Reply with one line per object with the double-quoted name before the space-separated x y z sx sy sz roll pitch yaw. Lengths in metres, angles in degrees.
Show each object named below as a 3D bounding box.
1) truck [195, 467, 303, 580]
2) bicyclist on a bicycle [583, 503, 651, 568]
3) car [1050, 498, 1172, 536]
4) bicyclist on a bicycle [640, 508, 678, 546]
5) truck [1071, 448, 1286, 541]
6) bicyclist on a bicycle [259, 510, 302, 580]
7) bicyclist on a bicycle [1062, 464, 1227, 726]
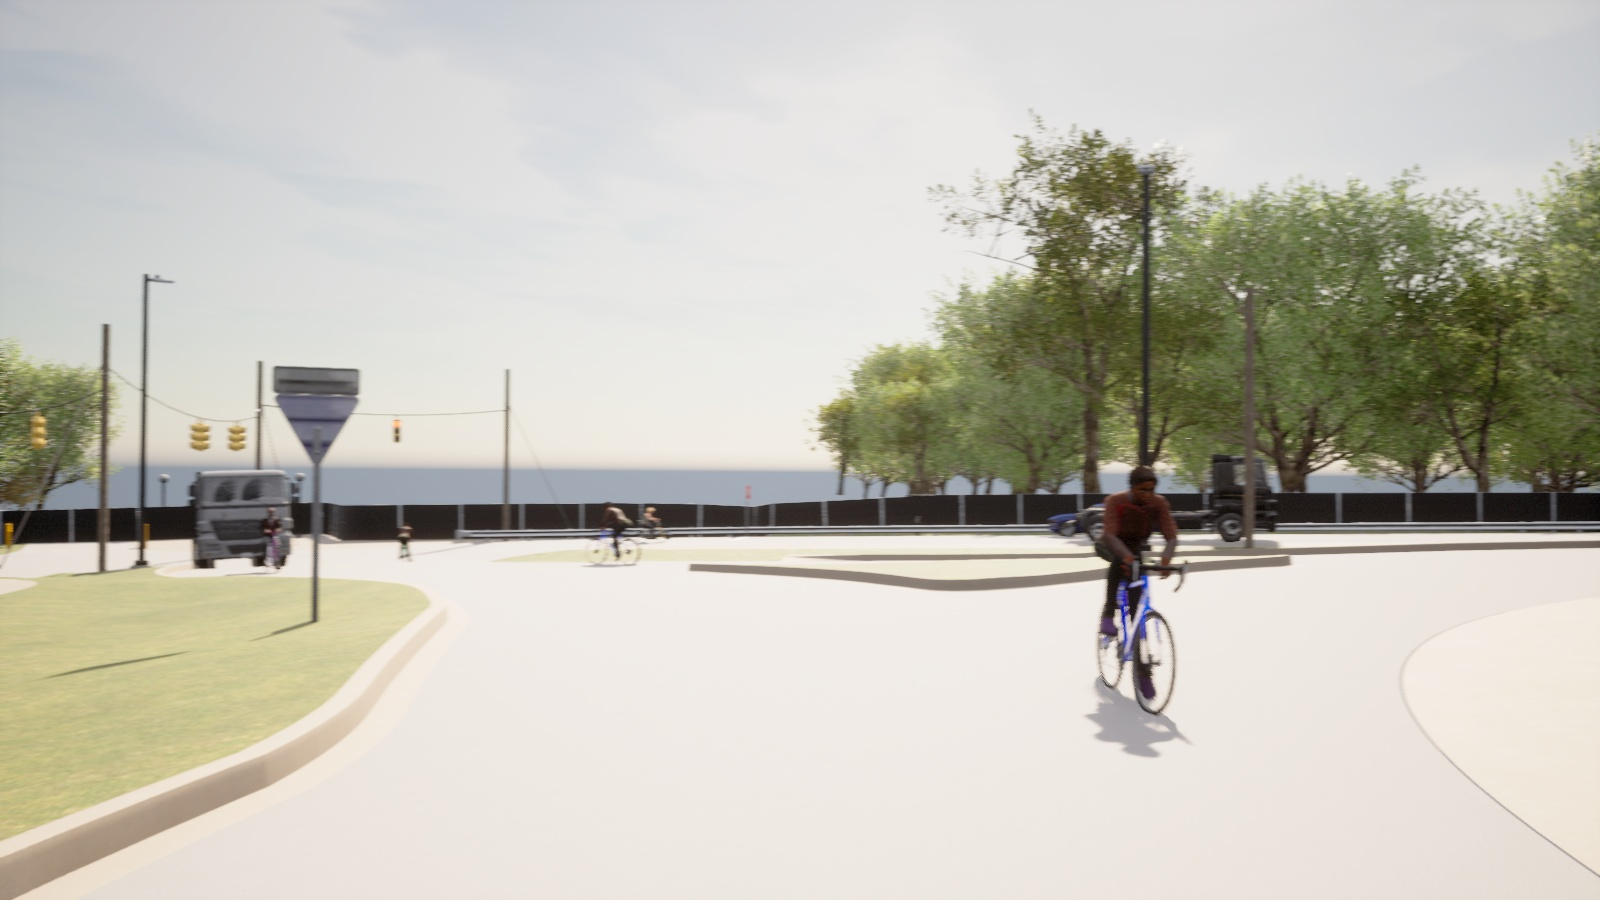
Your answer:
"truck" -19.849 2.751 44.964 2.891 3.462 7.936 -1 -6 -28
"bicyclist on a bicycle" -4.642 2.161 31.855 1.656 1.620 0.582 -2 -4 25
"car" 13.534 2.907 54.599 5.008 1.535 1.882 -2 -1 17
"bicyclist on a bicycle" -6.281 3.412 56.063 1.509 1.612 0.866 -1 0 4
"truck" 15.129 1.811 50.451 7.936 3.462 2.891 -2 -1 17
"bicyclist on a bicycle" -13.841 2.518 33.419 0.659 1.776 1.843 1 -4 -35
"bicyclist on a bicycle" 2.324 0.915 8.670 0.582 1.620 1.656 2 -1 -2
